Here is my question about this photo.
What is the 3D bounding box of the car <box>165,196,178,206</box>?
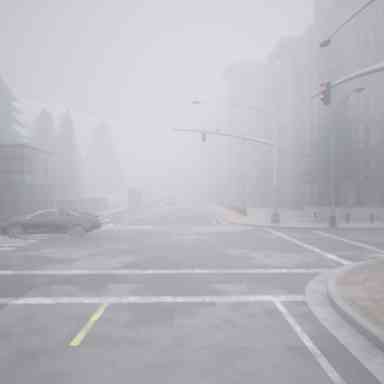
[{"bbox_3d":[-3.543,1.562,57.590,2.097,1.767,4.553,0,0,1],"label":"car"}]

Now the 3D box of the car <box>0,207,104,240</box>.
[{"bbox_3d":[-7.019,1.539,16.862,4.902,1.511,2.128,0,0,-4],"label":"car"}]
